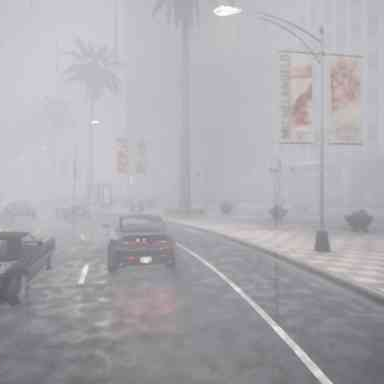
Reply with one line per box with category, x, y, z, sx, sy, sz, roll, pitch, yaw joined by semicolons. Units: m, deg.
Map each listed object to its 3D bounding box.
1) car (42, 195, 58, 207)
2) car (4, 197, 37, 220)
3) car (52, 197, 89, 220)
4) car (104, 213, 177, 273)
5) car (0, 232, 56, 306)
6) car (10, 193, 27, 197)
car;-19.752;1.215;46.648;2.231;1.521;4.892;-1;1;-35
car;-13.981;1.412;27.018;2.033;1.411;5.357;-1;1;-35
car;-9.578;1.360;26.600;1.812;1.442;4.674;-1;1;-33
car;-1.752;1.422;10.609;1.837;1.490;4.892;0;0;-15
car;-4.487;1.566;7.660;1.895;1.301;4.718;-1;1;-12
car;-36.562;1.002;70.737;2.185;1.767;4.553;-1;1;-35
